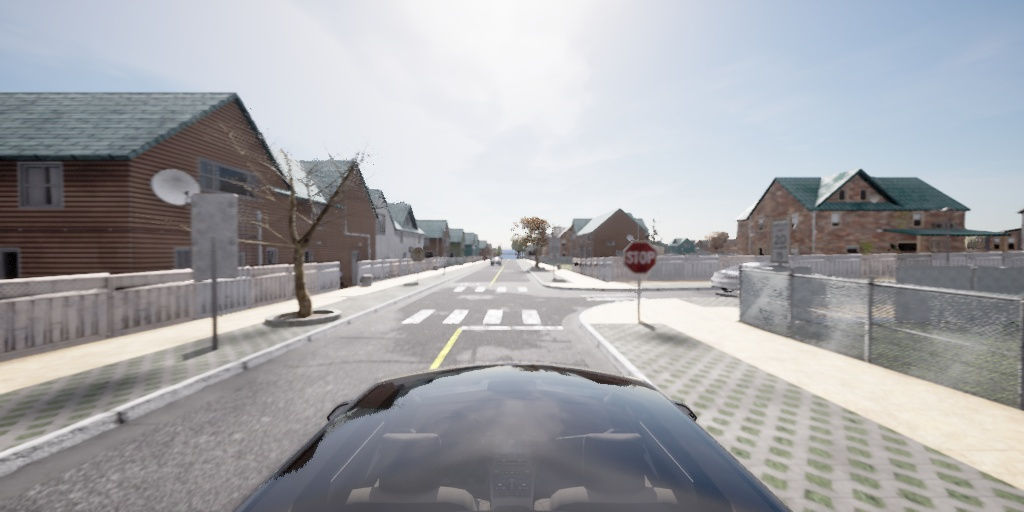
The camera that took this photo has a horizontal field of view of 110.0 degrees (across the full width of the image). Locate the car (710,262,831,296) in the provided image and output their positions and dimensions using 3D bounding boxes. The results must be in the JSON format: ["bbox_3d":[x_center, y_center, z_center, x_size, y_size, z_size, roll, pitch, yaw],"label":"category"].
[{"bbox_3d":[11.379,0.998,15.973,4.674,1.442,1.812,-1,1,0],"label":"car"}]

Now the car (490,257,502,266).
[{"bbox_3d":[-2.746,0.913,62.562,2.128,1.511,4.902,0,0,0],"label":"car"}]
